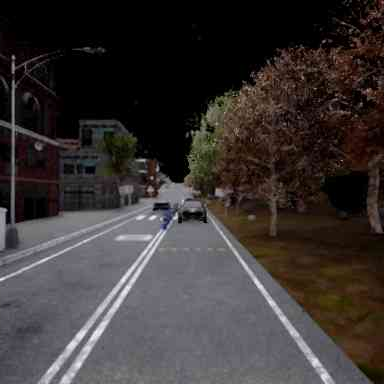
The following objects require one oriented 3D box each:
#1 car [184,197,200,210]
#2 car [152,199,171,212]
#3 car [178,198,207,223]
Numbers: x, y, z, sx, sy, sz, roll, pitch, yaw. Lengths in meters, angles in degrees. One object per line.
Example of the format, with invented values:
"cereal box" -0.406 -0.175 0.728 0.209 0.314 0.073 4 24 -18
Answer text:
"car" -0.025 1.479 43.711 2.033 1.411 5.357 0 0 0
"car" -3.440 1.499 38.419 2.033 1.411 5.357 0 0 0
"car" 0.063 1.333 25.762 2.097 1.767 4.553 1 0 1
